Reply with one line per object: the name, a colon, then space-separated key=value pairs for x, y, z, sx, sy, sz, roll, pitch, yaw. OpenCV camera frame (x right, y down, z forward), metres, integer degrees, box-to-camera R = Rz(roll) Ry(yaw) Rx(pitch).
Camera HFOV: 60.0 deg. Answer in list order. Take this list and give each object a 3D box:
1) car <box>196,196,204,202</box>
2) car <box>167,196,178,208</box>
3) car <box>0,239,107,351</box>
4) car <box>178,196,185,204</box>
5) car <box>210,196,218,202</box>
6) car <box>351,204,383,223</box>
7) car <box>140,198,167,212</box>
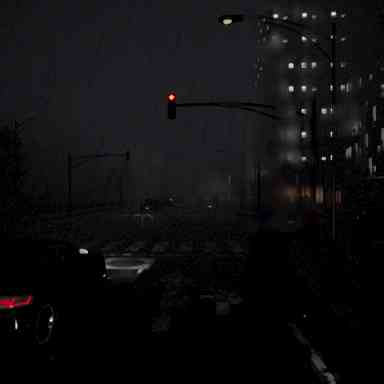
car: x=1.943 y=1.602 z=78.620 sx=1.895 sy=1.301 sz=4.718 roll=0 pitch=0 yaw=5
car: x=-3.777 y=1.539 z=48.707 sx=2.033 sy=1.411 sz=5.357 roll=0 pitch=0 yaw=5
car: x=-3.024 y=1.563 z=6.236 sx=1.994 sy=1.385 sz=4.181 roll=0 pitch=0 yaw=1
car: x=-2.456 y=1.475 z=64.778 sx=1.882 sy=1.535 sz=5.008 roll=0 pitch=0 yaw=5
car: x=5.208 y=1.548 z=78.694 sx=2.033 sy=1.411 sz=5.357 roll=0 pitch=0 yaw=5
car: x=13.746 y=1.447 z=23.064 sx=4.718 sy=1.301 sz=1.895 roll=0 pitch=0 yaw=2
car: x=-4.612 y=1.483 z=38.152 sx=2.128 sy=1.511 sz=4.902 roll=0 pitch=0 yaw=5
